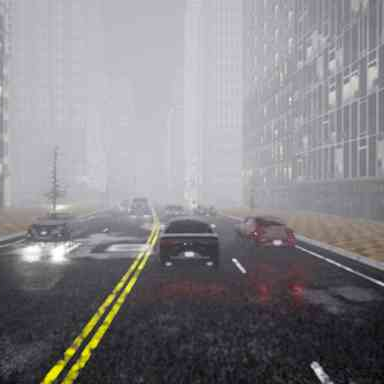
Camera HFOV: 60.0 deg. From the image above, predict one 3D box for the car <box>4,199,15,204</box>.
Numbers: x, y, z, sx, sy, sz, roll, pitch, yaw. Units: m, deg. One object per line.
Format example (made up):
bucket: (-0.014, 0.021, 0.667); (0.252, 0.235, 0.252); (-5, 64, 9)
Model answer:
car: (-41.827, 2.143, 73.894); (4.313, 1.339, 1.947); (0, 0, -6)

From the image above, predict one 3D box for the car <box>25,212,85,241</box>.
car: (-7.096, 1.758, 17.680); (1.994, 1.385, 4.181); (0, -1, -4)

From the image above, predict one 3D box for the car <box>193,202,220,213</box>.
car: (1.243, 1.952, 34.151); (1.895, 1.301, 4.718); (0, -1, -7)

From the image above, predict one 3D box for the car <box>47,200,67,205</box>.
car: (-30.522, 2.237, 75.102); (4.313, 1.339, 1.947); (0, 0, -6)

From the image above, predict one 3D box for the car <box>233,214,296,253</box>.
car: (3.000, 1.677, 14.364); (1.812, 1.442, 4.674); (0, 0, -3)

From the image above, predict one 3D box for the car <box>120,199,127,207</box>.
car: (-12.647, 2.141, 63.776); (1.882, 1.535, 5.008); (0, -1, -7)

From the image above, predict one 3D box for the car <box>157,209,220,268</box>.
car: (-0.146, 1.605, 11.767); (1.882, 1.535, 5.008); (0, 0, -2)

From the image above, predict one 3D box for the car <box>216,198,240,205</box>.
car: (8.129, 2.305, 79.758); (5.009, 1.841, 2.192); (0, 0, -7)

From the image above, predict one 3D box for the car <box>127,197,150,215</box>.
car: (-6.327, 1.653, 40.513); (2.150, 2.045, 5.566); (0, -1, -8)

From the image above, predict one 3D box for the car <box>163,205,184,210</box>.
car: (-1.604, 1.869, 30.636); (2.033, 1.411, 5.357); (0, -1, -7)

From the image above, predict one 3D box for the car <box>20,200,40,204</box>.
car: (-36.174, 2.206, 74.478); (4.206, 1.307, 1.802); (0, 0, -6)
